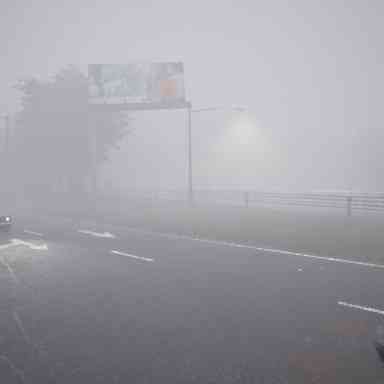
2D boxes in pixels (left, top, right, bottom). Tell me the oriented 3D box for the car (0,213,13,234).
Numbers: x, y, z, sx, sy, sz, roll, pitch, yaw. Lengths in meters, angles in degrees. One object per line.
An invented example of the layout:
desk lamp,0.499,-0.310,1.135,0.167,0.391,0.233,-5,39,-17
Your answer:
car,-10.052,1.238,15.422,4.718,1.301,1.895,1,3,43

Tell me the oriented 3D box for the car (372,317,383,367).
car,4.503,1.512,2.572,5.357,1.411,2.033,1,2,40
